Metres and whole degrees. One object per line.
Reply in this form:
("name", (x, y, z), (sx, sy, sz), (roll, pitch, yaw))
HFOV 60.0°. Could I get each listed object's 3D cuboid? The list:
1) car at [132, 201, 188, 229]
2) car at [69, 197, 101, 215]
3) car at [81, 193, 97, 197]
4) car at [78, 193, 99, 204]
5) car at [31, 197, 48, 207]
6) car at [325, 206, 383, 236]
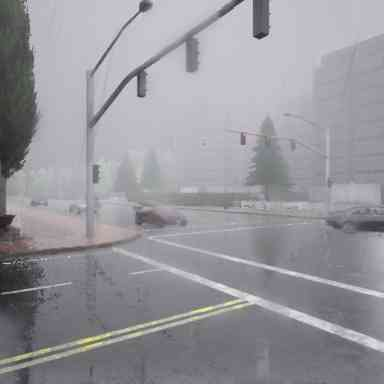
("car", (-2.160, 1.526, 21.720), (1.812, 1.442, 4.674), (0, 0, -36))
("car", (-11.314, 1.525, 34.426), (1.812, 1.442, 4.674), (0, 0, -36))
("car", (-13.563, 1.352, 43.564), (2.097, 1.767, 4.553), (0, 0, -36))
("car", (-20.389, 1.221, 65.395), (2.150, 2.045, 5.566), (0, 0, -36))
("car", (-23.925, 1.493, 52.114), (2.128, 1.511, 4.902), (0, 0, -35))
("car", (9.575, 1.491, 17.317), (4.902, 1.511, 2.128), (0, 0, 17))
